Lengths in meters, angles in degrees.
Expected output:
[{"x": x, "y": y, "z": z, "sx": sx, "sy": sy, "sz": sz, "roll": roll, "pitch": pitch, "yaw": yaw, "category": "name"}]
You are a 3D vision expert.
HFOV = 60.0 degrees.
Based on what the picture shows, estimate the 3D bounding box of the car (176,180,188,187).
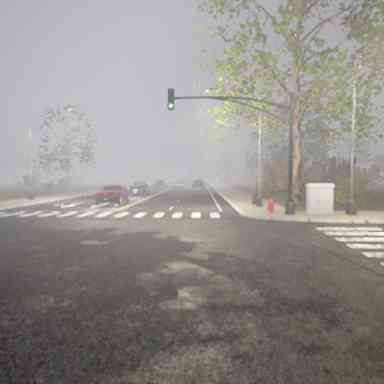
[{"x": -1.901, "y": -1.720, "z": 65.595, "sx": 2.033, "sy": 1.411, "sz": 5.357, "roll": 0, "pitch": 3, "yaw": 1, "category": "car"}]

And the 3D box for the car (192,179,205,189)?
[{"x": 1.085, "y": -1.418, "z": 55.450, "sx": 2.097, "sy": 1.767, "sz": 4.553, "roll": 0, "pitch": 3, "yaw": 1, "category": "car"}]

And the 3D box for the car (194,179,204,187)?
[{"x": 1.348, "y": -1.789, "z": 65.507, "sx": 1.882, "sy": 1.535, "sz": 5.008, "roll": 0, "pitch": 3, "yaw": 1, "category": "car"}]

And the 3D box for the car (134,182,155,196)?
[{"x": -5.961, "y": -0.413, "z": 37.835, "sx": 2.128, "sy": 1.511, "sz": 4.902, "roll": 0, "pitch": 3, "yaw": 2, "category": "car"}]

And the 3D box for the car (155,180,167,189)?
[{"x": -5.406, "y": -1.329, "z": 56.843, "sx": 1.837, "sy": 1.490, "sz": 4.892, "roll": 0, "pitch": 2, "yaw": 2, "category": "car"}]

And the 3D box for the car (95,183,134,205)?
[{"x": -6.258, "y": 0.116, "z": 26.693, "sx": 1.882, "sy": 1.535, "sz": 5.008, "roll": 0, "pitch": 3, "yaw": 1, "category": "car"}]

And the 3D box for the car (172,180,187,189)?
[{"x": -2.162, "y": -1.176, "z": 55.641, "sx": 1.895, "sy": 1.301, "sz": 4.718, "roll": 0, "pitch": 3, "yaw": 1, "category": "car"}]
